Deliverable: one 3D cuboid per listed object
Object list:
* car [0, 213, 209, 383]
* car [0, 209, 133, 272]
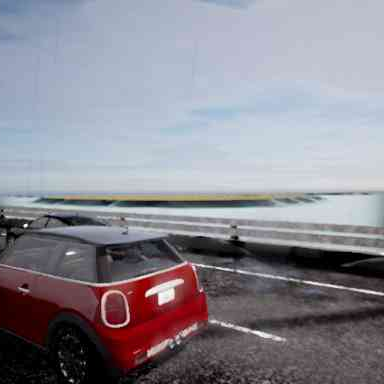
[{"bbox_3d":[-2.050,1.342,5.460,4.553,1.767,2.097,0,0,36],"label":"car"},{"bbox_3d":[-4.494,1.459,11.524,5.008,1.535,1.882,0,0,36],"label":"car"}]
